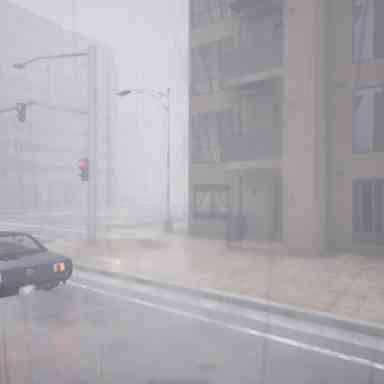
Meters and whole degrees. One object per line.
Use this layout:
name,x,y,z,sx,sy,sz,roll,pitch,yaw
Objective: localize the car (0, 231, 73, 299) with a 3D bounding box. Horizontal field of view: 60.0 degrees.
car,-4.861,1.582,7.828,4.718,1.301,1.895,0,0,40
